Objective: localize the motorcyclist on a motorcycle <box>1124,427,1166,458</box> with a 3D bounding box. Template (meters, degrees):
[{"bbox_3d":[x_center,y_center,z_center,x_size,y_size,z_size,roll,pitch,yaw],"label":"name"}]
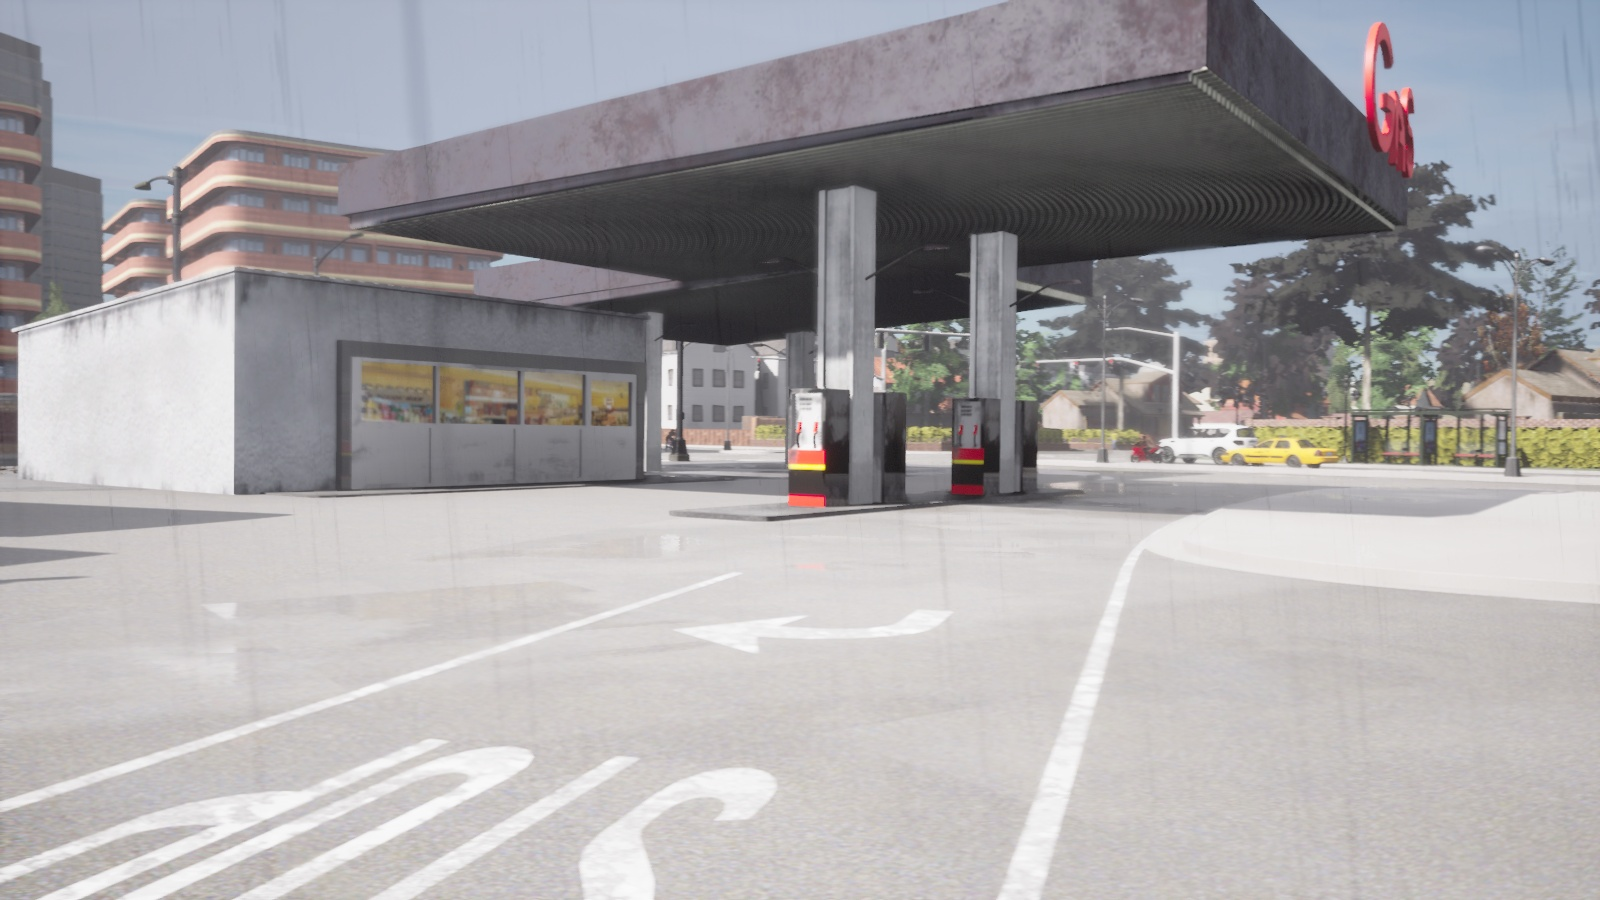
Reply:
[{"bbox_3d":[17.800,-0.388,64.810,0.797,1.523,2.044,-1,1,-37],"label":"motorcyclist on a motorcycle"}]

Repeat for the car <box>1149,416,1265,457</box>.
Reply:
[{"bbox_3d":[21.316,-0.708,65.938,2.150,2.045,5.566,-1,1,-37],"label":"car"}]

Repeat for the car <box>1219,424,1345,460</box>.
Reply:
[{"bbox_3d":[22.416,-0.390,58.600,1.801,1.575,5.366,-1,1,-37],"label":"car"}]
